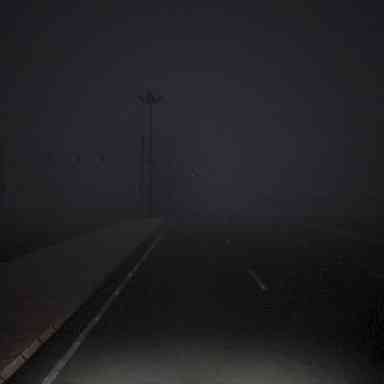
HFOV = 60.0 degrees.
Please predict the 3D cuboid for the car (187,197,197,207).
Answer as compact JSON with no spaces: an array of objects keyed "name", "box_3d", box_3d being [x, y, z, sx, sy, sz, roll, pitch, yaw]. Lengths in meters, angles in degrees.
[{"name":"car","box_3d":[0.010,2.100,66.998,2.097,1.767,4.553,0,-1,0]}]
